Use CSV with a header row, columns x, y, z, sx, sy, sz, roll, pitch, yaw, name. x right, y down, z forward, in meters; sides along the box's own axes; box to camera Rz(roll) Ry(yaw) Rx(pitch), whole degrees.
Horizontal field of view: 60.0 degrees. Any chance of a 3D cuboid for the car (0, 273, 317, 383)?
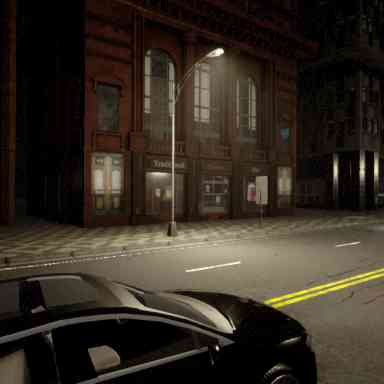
x,y,z,sx,sy,sz,roll,pitch,yaw,name
-0.959,1.492,2.756,4.902,1.511,2.128,0,0,-35,car
